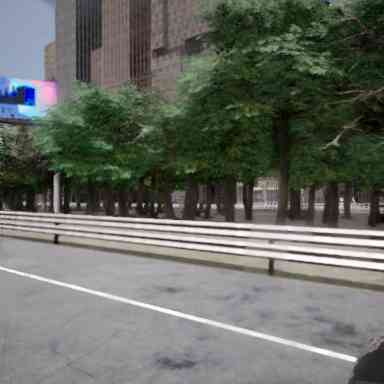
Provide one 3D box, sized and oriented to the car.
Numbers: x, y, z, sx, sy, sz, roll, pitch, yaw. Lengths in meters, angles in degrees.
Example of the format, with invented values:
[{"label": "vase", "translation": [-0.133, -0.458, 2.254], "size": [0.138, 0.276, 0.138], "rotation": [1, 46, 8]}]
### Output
[{"label": "car", "translation": [3.382, 1.491, 1.578], "size": [4.892, 1.490, 1.837], "rotation": [0, 0, 36]}]
